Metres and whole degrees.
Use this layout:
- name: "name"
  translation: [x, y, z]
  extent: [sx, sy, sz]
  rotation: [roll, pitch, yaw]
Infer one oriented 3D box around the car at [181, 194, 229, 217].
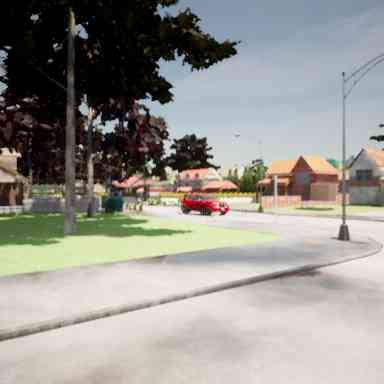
- name: "car"
  translation: [1.125, 1.173, 31.684]
  extent: [2.150, 2.045, 5.566]
  rotation: [0, 0, -35]
